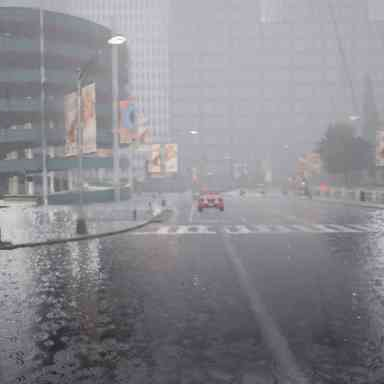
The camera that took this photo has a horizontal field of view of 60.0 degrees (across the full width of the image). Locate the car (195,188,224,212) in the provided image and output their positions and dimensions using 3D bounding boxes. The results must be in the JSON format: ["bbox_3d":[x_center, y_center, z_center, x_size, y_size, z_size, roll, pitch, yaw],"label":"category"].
[{"bbox_3d":[1.609,0.644,30.186,2.150,2.045,5.566,-1,1,1],"label":"car"}]

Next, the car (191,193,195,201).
[{"bbox_3d":[1.081,0.634,49.854,1.994,1.385,4.181,-1,1,-10],"label":"car"}]

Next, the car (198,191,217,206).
[{"bbox_3d":[1.762,0.735,39.893,2.128,1.511,4.902,-1,1,1],"label":"car"}]
